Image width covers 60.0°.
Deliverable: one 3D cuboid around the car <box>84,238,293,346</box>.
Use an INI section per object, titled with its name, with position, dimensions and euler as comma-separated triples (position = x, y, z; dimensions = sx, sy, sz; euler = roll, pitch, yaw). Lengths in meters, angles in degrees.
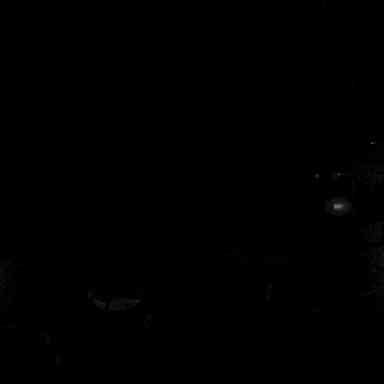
[car]
position = 0.153, 1.582, 6.287
dimensions = 4.206, 1.307, 1.802
euler = 0, 0, -35
